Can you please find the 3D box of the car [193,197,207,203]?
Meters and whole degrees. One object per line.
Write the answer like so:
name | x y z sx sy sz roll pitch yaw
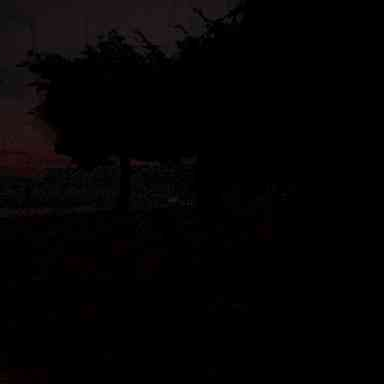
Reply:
car | 2.255 1.693 69.245 2.033 1.411 5.357 3 1 29

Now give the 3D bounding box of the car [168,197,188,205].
car | -2.601 1.645 60.897 1.812 1.442 4.674 3 1 31
